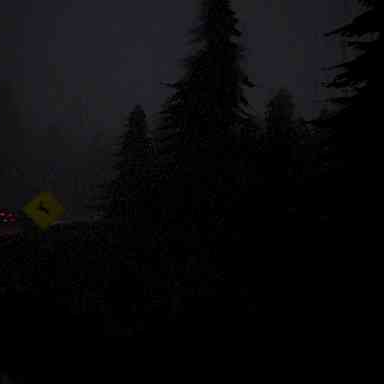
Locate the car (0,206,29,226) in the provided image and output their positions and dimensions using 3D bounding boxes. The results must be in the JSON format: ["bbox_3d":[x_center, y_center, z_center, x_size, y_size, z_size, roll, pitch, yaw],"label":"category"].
[{"bbox_3d":[-13.004,1.884,25.627,2.128,1.511,4.902,4,-2,-1],"label":"car"}]

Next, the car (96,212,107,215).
[{"bbox_3d":[-9.643,2.752,41.677,1.812,1.442,4.674,5,-2,17],"label":"car"}]

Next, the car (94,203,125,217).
[{"bbox_3d":[-11.519,2.546,46.890,2.097,1.767,4.553,5,-2,18],"label":"car"}]
